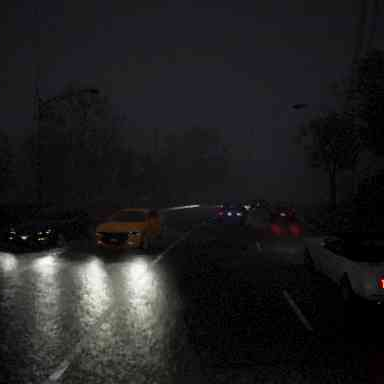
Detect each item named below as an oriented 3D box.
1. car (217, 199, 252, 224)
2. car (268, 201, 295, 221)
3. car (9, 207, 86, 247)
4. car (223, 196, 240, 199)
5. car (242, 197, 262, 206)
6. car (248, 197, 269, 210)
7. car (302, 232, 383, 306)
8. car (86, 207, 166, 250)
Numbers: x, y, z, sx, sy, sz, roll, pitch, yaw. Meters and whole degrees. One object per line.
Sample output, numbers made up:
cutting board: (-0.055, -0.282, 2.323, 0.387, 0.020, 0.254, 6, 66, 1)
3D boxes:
car: (3.036, 1.488, 24.272, 2.033, 1.411, 5.357, 0, 0, 13)
car: (7.271, 1.476, 26.715, 1.812, 1.442, 4.674, 0, 0, 14)
car: (-5.904, 1.445, 14.745, 1.837, 1.490, 4.892, 0, 0, 8)
car: (6.330, 1.346, 54.065, 2.128, 1.511, 4.902, 0, 0, 27)
car: (9.651, 1.477, 53.009, 1.895, 1.301, 4.718, 0, 0, 27)
car: (8.702, 1.474, 41.989, 1.994, 1.385, 4.181, 0, 0, 22)
car: (4.048, 1.590, 7.856, 1.895, 1.301, 4.718, 0, 0, 4)
car: (-2.455, 1.429, 14.300, 1.882, 1.535, 5.008, 0, 0, 8)
